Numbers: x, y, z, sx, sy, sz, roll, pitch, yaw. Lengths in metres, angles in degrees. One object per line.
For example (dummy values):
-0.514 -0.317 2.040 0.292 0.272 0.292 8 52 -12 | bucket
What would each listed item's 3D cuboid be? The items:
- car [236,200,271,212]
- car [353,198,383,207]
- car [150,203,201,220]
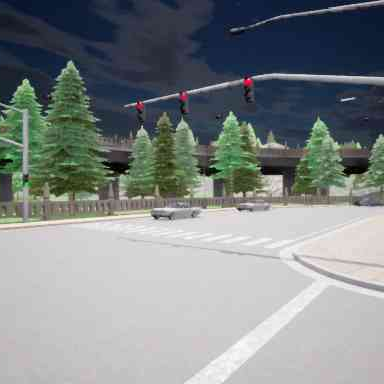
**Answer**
7.078 1.576 38.247 1.895 1.301 4.718 0 0 44 | car
26.007 1.526 49.184 4.181 1.385 1.994 0 0 -14 | car
-1.308 1.577 27.801 1.895 1.301 4.718 0 0 37 | car
